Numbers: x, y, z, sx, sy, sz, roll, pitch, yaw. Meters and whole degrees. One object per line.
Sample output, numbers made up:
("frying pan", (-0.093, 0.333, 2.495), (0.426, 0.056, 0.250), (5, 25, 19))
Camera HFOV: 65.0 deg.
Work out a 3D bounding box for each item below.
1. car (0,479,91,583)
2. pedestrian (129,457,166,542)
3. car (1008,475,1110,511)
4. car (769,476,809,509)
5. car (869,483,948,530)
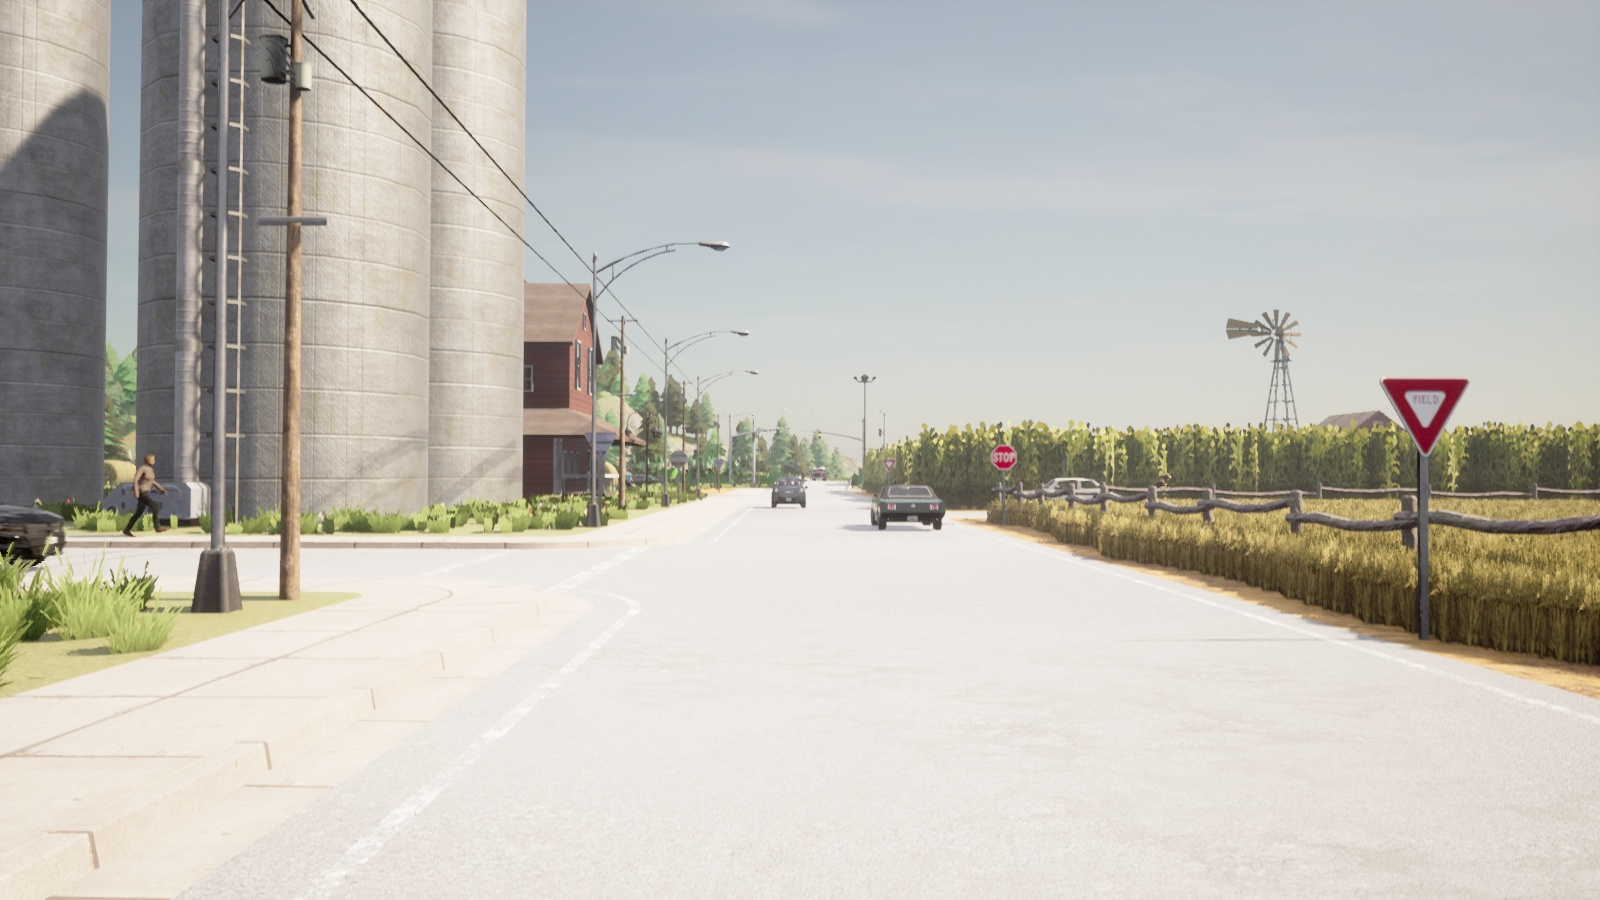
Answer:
("car", (-14.147, 1.239, 19.665), (5.008, 1.535, 1.882), (0, -1, -1))
("pedestrian", (-14.237, 1.069, 27.414), (0.634, 1.846, 0.331), (0, -1, -6))
("car", (10.756, 1.769, 52.305), (3.806, 1.475, 1.970), (0, -1, 0))
("car", (-0.526, 2.015, 60.207), (1.845, 1.501, 3.633), (0, -1, -1))
("car", (3.167, 1.644, 37.537), (1.895, 1.301, 4.718), (0, -1, 0))
